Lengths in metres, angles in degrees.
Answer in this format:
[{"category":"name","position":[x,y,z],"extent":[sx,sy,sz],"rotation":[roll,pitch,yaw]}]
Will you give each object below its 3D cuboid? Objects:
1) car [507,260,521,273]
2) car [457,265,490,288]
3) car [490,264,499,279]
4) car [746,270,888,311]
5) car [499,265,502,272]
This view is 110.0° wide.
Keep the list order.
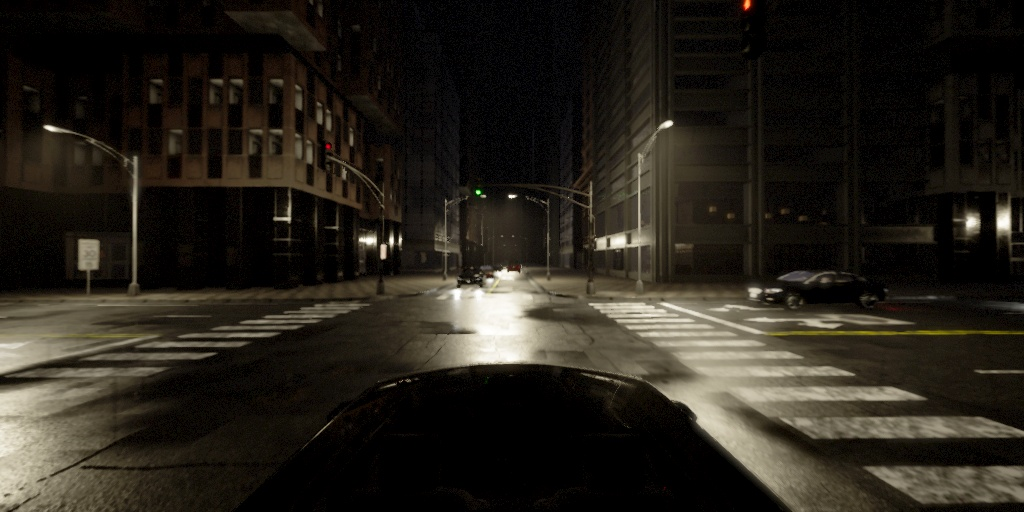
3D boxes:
[{"category":"car","position":[0.283,1.780,57.121],"extent":[2.097,1.767,4.553],"rotation":[0,-1,0]},{"category":"car","position":[-2.971,1.558,27.109],"extent":[1.837,1.490,4.892],"rotation":[0,-1,0]},{"category":"car","position":[-2.899,1.763,40.387],"extent":[2.033,1.411,5.357],"rotation":[0,-1,0]},{"category":"car","position":[12.125,1.309,14.448],"extent":[4.902,1.511,2.128],"rotation":[0,-1,-1]},{"category":"car","position":[-2.719,2.060,59.853],"extent":[1.895,1.301,4.718],"rotation":[0,-1,1]}]
